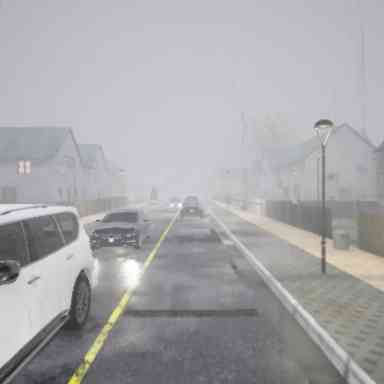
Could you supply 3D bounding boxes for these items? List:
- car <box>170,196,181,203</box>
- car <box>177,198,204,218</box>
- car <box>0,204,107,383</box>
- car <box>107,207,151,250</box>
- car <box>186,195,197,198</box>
[{"bbox_3d":[-2.942,1.399,61.264,1.895,1.301,4.718,0,0,0],"label":"car"},{"bbox_3d":[-0.004,1.477,28.809,1.994,1.385,4.181,0,0,0],"label":"car"},{"bbox_3d":[-2.857,1.215,3.945,2.150,2.045,5.566,0,0,0],"label":"car"},{"bbox_3d":[-2.877,1.465,14.297,1.837,1.490,4.892,0,0,0],"label":"car"},{"bbox_3d":[-0.045,1.209,44.938,2.097,1.767,4.553,0,0,0],"label":"car"}]
